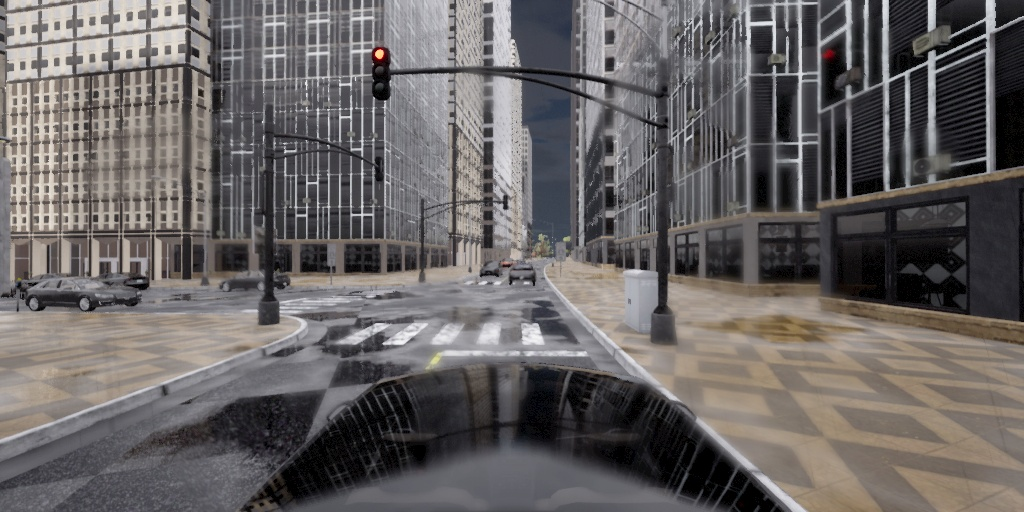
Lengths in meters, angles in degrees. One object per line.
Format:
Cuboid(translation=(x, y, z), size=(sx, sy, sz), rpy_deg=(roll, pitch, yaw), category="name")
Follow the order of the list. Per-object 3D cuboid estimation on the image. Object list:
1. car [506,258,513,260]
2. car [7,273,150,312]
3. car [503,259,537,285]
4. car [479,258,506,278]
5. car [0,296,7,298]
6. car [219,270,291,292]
Cuboid(translation=(-0.600, 1.059, 49.984), size=(2.097, 1.767, 4.553), rpy_deg=(0, 0, 6), category="car")
Cuboid(translation=(-18.127, 1.565, 15.228), size=(4.403, 1.370, 2.007), rpy_deg=(0, 0, 9), category="car")
Cuboid(translation=(0.793, 1.228, 26.126), size=(2.128, 1.511, 4.902), rpy_deg=(0, 0, 3), category="car")
Cuboid(translation=(-1.925, 1.230, 34.198), size=(1.837, 1.490, 4.892), rpy_deg=(0, 1, 4), category="car")
Cuboid(translation=(-29.031, 1.777, 19.583), size=(5.357, 1.411, 2.033), rpy_deg=(-1, 0, 9), category="car")
Cuboid(translation=(-16.815, 1.607, 23.505), size=(4.403, 1.370, 2.007), rpy_deg=(0, 0, 9), category="car")
